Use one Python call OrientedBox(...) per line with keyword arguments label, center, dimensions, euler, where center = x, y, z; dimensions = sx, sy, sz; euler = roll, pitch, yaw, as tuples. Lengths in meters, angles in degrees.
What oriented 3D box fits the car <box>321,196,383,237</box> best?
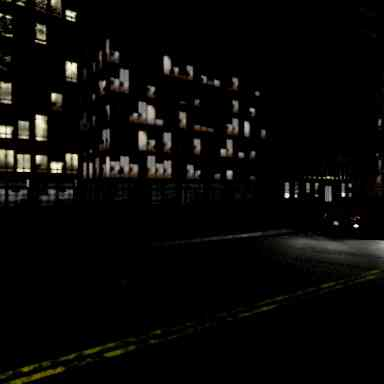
OrientedBox(label="car", center=(9.553, 1.230, 18.485), dimensions=(5.566, 2.045, 2.150), euler=(0, 0, -36))
